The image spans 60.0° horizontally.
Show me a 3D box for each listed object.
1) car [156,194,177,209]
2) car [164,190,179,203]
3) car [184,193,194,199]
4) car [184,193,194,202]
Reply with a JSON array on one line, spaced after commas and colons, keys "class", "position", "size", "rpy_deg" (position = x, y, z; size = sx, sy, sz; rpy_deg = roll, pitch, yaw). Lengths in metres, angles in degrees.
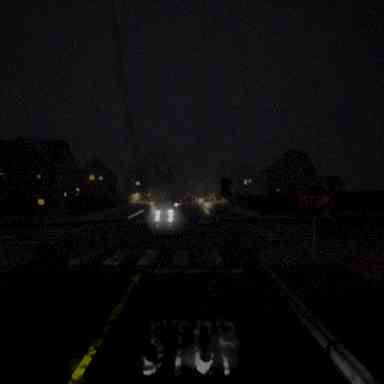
[{"class": "car", "position": [-3.069, 1.215, 38.101], "size": [1.895, 1.301, 4.718], "rpy_deg": [0, 0, -1]}, {"class": "car", "position": [-3.268, 0.730, 54.796], "size": [2.150, 2.045, 5.566], "rpy_deg": [0, 0, 0]}, {"class": "car", "position": [-0.706, 0.875, 70.712], "size": [1.895, 1.301, 4.718], "rpy_deg": [0, 0, -2]}, {"class": "car", "position": [-0.545, 1.081, 60.689], "size": [1.895, 1.301, 4.718], "rpy_deg": [0, 0, -1]}]
